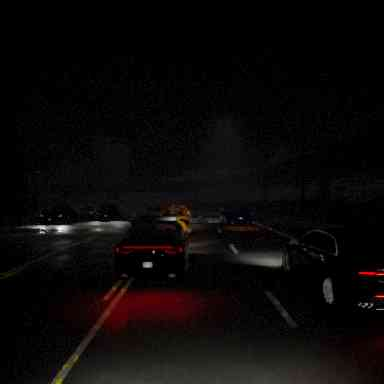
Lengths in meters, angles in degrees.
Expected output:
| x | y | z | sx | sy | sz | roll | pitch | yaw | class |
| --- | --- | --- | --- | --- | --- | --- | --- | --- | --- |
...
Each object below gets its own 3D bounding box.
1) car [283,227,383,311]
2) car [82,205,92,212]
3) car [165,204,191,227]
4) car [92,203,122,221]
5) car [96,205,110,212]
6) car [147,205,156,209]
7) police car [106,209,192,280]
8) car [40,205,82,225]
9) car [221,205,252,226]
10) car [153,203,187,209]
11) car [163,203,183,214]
| x | y | z | sx | sy | sz | roll | pitch | yaw | class |
| --- | --- | --- | --- | --- | --- | --- | --- | --- | --- |
| 3.602 | 1.592 | 7.960 | 1.837 | 1.490 | 4.892 | 0 | -1 | 0 | car |
| -21.056 | 3.320 | 66.594 | 2.033 | 1.411 | 5.357 | 1 | -3 | -26 | car |
| -1.111 | 1.766 | 26.359 | 1.882 | 1.535 | 5.008 | 0 | -1 | -2 | car |
| -7.568 | 1.832 | 30.760 | 1.837 | 1.490 | 4.892 | 0 | -1 | -5 | car |
| -18.780 | 3.503 | 69.797 | 1.895 | 1.301 | 4.718 | 1 | -3 | -26 | car |
| -6.835 | 2.943 | 60.446 | 1.895 | 1.301 | 4.718 | 1 | -3 | -21 | car |
| -1.048 | 1.540 | 10.443 | 1.930 | 1.638 | 5.238 | 0 | -1 | 0 | police car |
| -10.841 | 1.813 | 27.346 | 1.812 | 1.442 | 4.674 | 0 | -1 | -3 | car |
| 3.436 | 1.770 | 26.475 | 1.882 | 1.535 | 5.008 | 0 | -1 | -2 | car |
| -1.046 | 1.700 | 20.334 | 1.882 | 1.535 | 5.008 | 0 | -1 | 0 | car |
| -2.764 | 2.293 | 46.960 | 1.994 | 1.385 | 4.181 | 1 | -2 | -15 | car |
